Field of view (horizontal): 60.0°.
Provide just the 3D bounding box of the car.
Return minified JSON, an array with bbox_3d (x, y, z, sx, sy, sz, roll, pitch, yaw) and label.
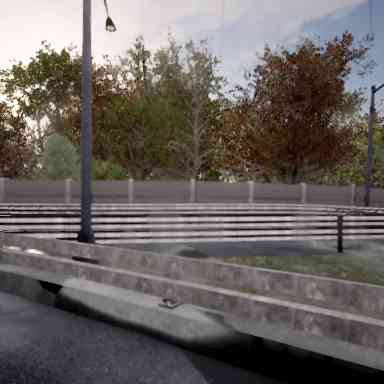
[{"bbox_3d":[8.282,1.590,17.867,4.181,1.385,1.994,1,0,-11],"label":"car"}]
